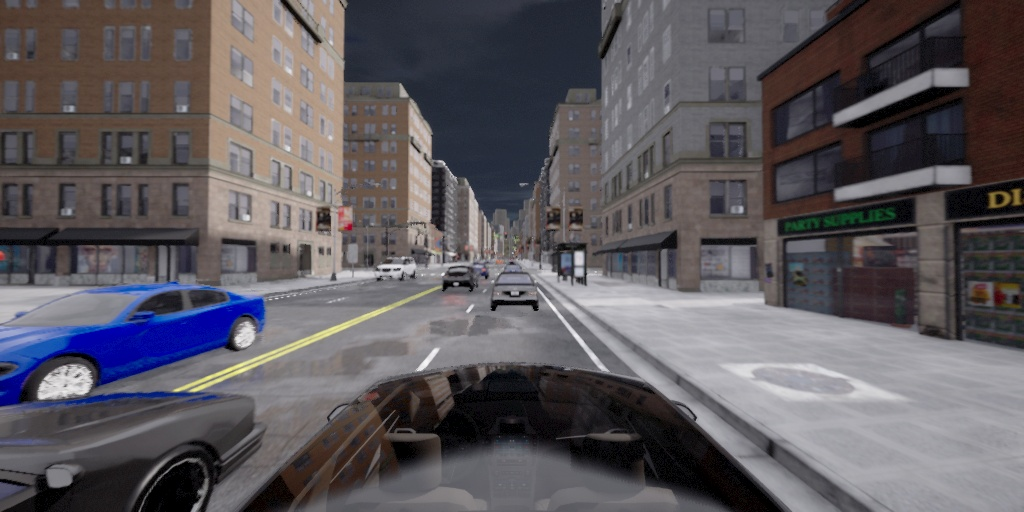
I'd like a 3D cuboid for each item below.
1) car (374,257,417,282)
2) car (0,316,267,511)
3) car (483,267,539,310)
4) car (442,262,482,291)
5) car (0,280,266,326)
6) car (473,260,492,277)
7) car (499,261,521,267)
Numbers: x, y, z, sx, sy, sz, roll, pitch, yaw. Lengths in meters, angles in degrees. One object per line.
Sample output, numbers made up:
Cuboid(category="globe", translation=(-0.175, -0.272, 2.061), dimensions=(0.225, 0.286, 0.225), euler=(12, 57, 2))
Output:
Cuboid(category="car", translation=(-9.813, 1.087, 30.752), dimensions=(2.150, 2.045, 5.566), euler=(0, -1, 0))
Cuboid(category="car", translation=(-3.150, 1.294, 0.754), dimensions=(2.033, 1.411, 5.357), euler=(0, 0, 0))
Cuboid(category="car", translation=(0.102, 1.347, 14.936), dimensions=(2.033, 1.411, 5.357), euler=(0, 0, 0))
Cuboid(category="car", translation=(-3.146, 1.334, 22.525), dimensions=(1.837, 1.490, 4.892), euler=(0, 0, 0))
Cuboid(category="car", translation=(-6.600, 1.244, 6.182), dimensions=(1.882, 1.535, 5.008), euler=(0, 0, 0))
Cuboid(category="car", translation=(-3.144, 1.402, 33.930), dimensions=(1.812, 1.442, 4.674), euler=(0, 0, 0))
Cuboid(category="car", translation=(0.098, 1.422, 33.517), dimensions=(2.033, 1.411, 5.357), euler=(0, 0, 0))
